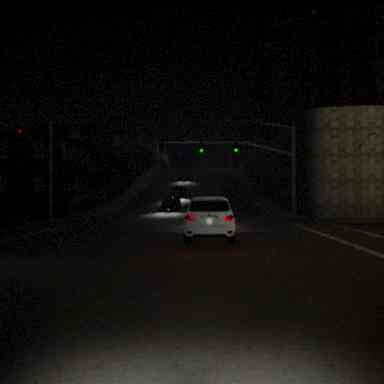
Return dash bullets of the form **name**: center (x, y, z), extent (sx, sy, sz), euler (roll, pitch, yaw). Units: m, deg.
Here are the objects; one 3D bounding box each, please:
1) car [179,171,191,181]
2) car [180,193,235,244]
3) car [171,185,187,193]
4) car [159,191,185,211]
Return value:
- **car**: center (-1.211, -2.951, 57.923), extent (2.033, 1.411, 5.357), euler (0, 12, 3)
- **car**: center (0.799, 1.212, 15.852), extent (2.150, 2.045, 5.566), euler (0, 0, 2)
- **car**: center (-1.775, -0.136, 44.311), extent (1.994, 1.385, 4.181), euler (0, 10, 3)
- **car**: center (-2.156, 1.079, 34.626), extent (2.033, 1.411, 5.357), euler (0, 5, 2)
